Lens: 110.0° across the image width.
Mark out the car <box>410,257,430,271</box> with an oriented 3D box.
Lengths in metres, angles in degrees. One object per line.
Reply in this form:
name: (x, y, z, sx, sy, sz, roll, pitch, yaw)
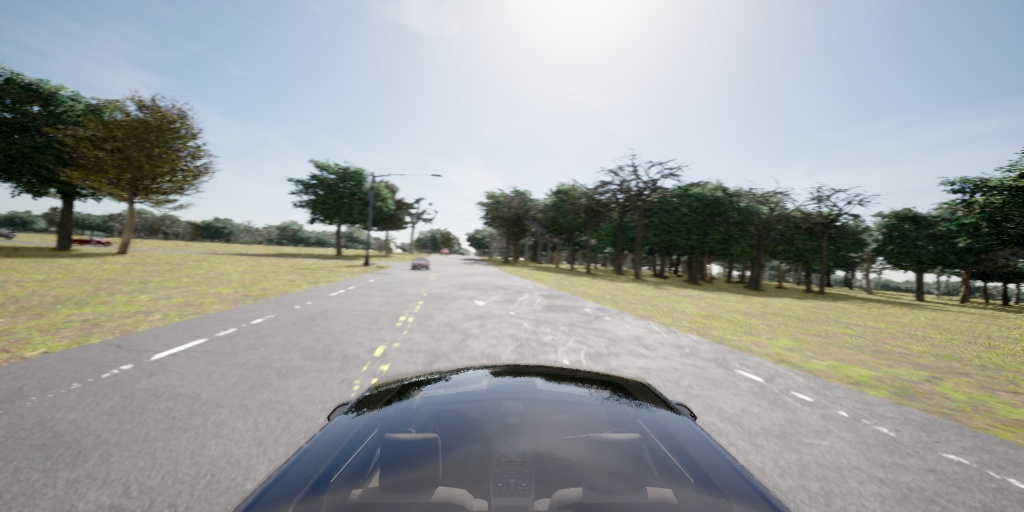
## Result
car: (-9.983, 0.817, 39.275, 1.812, 1.442, 4.674, 4, 0, -10)
